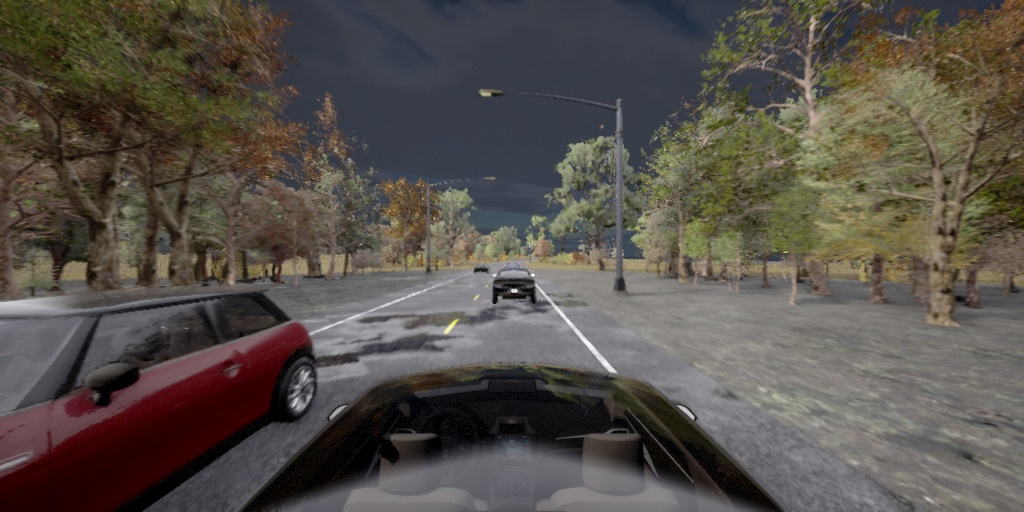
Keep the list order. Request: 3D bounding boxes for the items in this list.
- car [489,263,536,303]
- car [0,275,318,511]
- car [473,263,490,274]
[{"bbox_3d":[0.092,1.285,17.266,1.882,1.535,5.008,0,0,0],"label":"car"},{"bbox_3d":[-3.596,1.106,2.785,2.097,1.767,4.553,0,0,0],"label":"car"},{"bbox_3d":[-3.590,1.503,43.331,1.895,1.301,4.718,0,0,0],"label":"car"}]
